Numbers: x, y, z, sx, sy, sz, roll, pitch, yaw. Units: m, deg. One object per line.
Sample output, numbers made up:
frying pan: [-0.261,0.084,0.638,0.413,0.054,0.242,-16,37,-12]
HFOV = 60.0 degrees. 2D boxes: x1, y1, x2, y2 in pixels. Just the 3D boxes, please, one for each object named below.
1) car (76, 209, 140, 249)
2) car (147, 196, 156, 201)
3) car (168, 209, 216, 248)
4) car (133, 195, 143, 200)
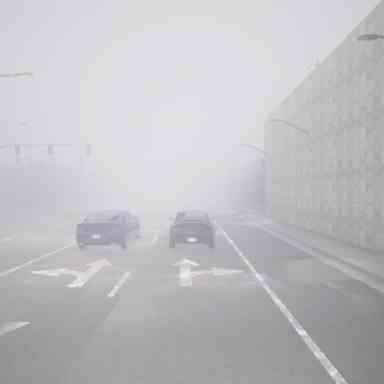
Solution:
car: [-3.500,1.484,14.650,1.882,1.535,5.008,0,0,0]
car: [-10.500,1.588,86.335,1.895,1.301,4.718,0,0,0]
car: [0.000,1.515,14.650,1.837,1.490,4.892,0,0,0]
car: [-14.000,1.405,86.151,1.812,1.442,4.674,0,0,0]
